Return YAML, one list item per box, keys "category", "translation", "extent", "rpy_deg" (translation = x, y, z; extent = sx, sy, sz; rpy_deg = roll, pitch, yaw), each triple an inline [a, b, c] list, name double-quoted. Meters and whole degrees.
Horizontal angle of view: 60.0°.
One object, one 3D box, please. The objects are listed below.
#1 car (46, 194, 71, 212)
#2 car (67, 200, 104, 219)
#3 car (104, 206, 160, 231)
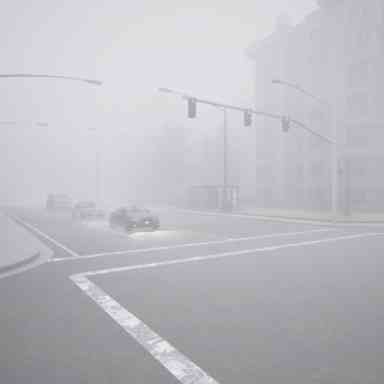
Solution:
- category: "car"
  translation: [-15.758, 1.216, 39.268]
  extent: [2.150, 2.045, 5.566]
  rpy_deg: [0, 1, -33]
- category: "car"
  translation: [-9.080, 1.589, 28.908]
  extent: [1.895, 1.301, 4.718]
  rpy_deg: [0, 0, -33]
- category: "car"
  translation: [-3.619, 1.544, 20.472]
  extent: [1.994, 1.385, 4.181]
  rpy_deg: [0, 0, -33]
